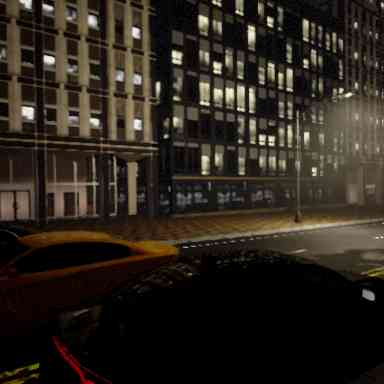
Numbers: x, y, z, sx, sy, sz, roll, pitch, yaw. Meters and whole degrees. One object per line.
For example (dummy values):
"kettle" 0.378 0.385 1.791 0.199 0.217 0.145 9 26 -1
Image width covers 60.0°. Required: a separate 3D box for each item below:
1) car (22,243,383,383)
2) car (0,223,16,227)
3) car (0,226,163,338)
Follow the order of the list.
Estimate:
"car" 0.882 1.467 4.074 5.008 1.535 1.882 0 0 -36
"car" -5.612 1.505 7.665 4.892 1.490 1.837 0 0 -36
"car" -2.536 1.473 5.870 5.008 1.535 1.882 0 0 -36
